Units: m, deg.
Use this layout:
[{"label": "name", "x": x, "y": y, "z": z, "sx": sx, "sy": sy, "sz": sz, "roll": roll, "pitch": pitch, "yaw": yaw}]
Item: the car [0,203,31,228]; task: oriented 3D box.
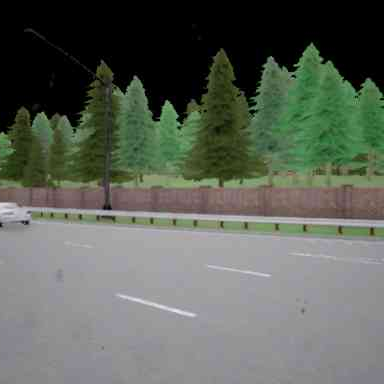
[{"label": "car", "x": -12.124, "y": 1.407, "z": 21.289, "sx": 4.674, "sy": 1.442, "sz": 1.812, "roll": 0, "pitch": 0, "yaw": 36}]
